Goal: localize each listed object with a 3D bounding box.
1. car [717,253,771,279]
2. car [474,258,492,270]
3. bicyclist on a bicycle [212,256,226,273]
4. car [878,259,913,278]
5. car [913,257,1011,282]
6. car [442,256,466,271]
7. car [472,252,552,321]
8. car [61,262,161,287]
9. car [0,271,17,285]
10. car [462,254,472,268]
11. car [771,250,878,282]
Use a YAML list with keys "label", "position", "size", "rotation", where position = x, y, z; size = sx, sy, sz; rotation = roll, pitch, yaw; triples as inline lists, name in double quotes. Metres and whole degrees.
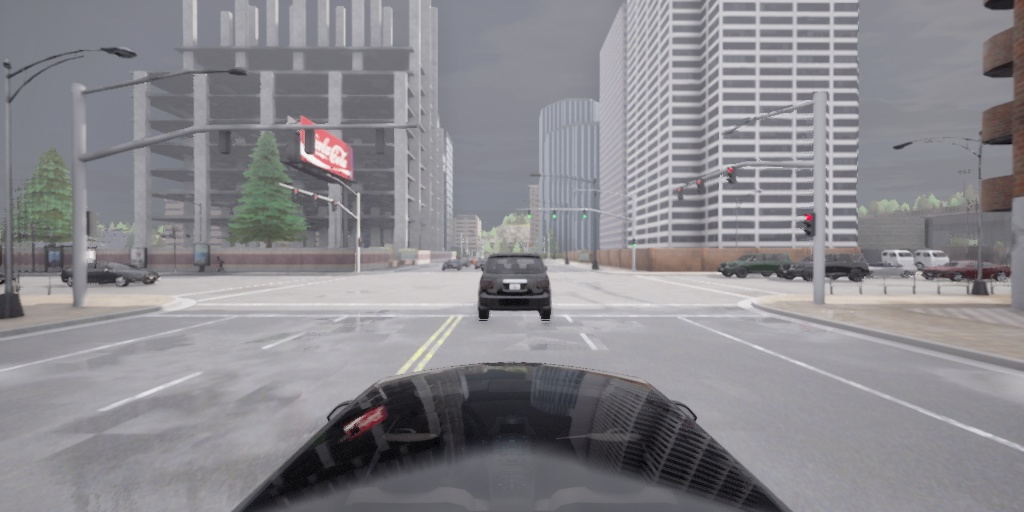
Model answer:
- label: "car"
  position: [20.124, 0.772, 29.650]
  size: [5.566, 2.045, 2.150]
  rotation: [0, 0, 0]
- label: "car"
  position: [-3.606, 1.000, 45.776]
  size: [1.994, 1.385, 4.181]
  rotation: [0, 0, 0]
- label: "bicyclist on a bicycle"
  position: [-27.885, 0.822, 34.162]
  size: [0.582, 1.620, 1.656]
  rotation: [0, 1, 0]
- label: "car"
  position: [30.257, 1.149, 29.699]
  size: [4.718, 1.301, 1.895]
  rotation: [0, 0, 0]
- label: "car"
  position: [33.052, 1.051, 26.207]
  size: [5.008, 1.535, 1.882]
  rotation: [0, 0, 0]
- label: "car"
  position: [-7.108, 1.020, 43.016]
  size: [1.994, 1.385, 4.181]
  rotation: [0, 0, 0]
- label: "car"
  position: [0.083, 0.896, 12.301]
  size: [2.150, 2.045, 5.566]
  rotation: [0, 0, 0]
- label: "car"
  position: [-24.740, 1.111, 22.201]
  size: [4.892, 1.490, 1.837]
  rotation: [0, 0, 0]
- label: "car"
  position: [-34.391, 1.154, 22.147]
  size: [5.357, 1.411, 2.033]
  rotation: [0, 0, 0]
- label: "car"
  position: [-7.094, 0.900, 51.588]
  size: [1.837, 1.490, 4.892]
  rotation: [0, 0, 0]
- label: "car"
  position: [22.665, 0.796, 26.168]
  size: [5.566, 2.045, 2.150]
  rotation: [0, 0, -1]
